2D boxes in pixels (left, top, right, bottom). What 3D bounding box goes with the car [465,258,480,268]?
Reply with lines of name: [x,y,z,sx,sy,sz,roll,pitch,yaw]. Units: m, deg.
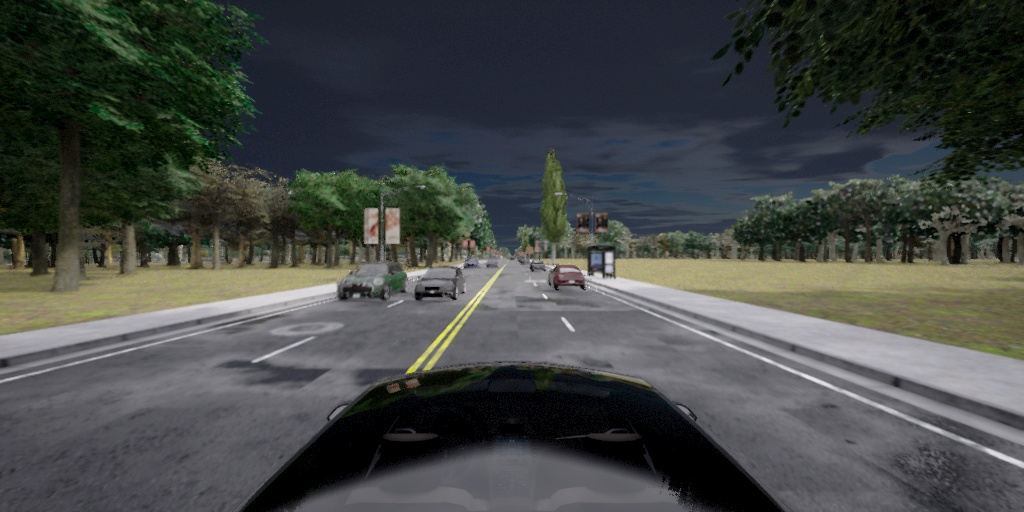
car: [-6.532,1.112,58.676,2.097,1.767,4.553,0,0,1]

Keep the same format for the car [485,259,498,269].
car: [-3.285,1.264,58.597,1.837,1.490,4.892,0,0,1]

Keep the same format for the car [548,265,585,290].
car: [3.358,1.276,22.428,1.812,1.442,4.674,0,0,0]

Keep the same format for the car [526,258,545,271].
car: [3.363,1.247,48.235,2.128,1.511,4.902,0,0,0]

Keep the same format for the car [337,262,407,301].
car: [-6.593,1.103,17.445,2.097,1.767,4.553,0,0,0]

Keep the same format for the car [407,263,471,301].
car: [-3.344,1.255,17.426,1.837,1.490,4.892,0,0,0]
